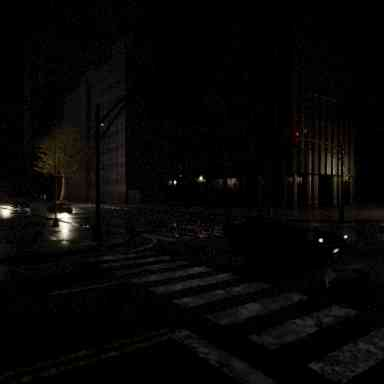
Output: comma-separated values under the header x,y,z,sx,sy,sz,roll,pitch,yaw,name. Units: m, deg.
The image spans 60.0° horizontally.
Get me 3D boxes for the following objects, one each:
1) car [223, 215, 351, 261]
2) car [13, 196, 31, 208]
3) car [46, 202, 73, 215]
x,y,z,sx,sy,sz,roll,pitch,yaw,name
3.376,1.594,12.597,1.895,1.301,4.718,0,0,-36,car
-30.239,1.826,58.970,2.150,2.045,5.566,0,0,-36,car
-15.407,1.909,38.508,2.033,1.411,5.357,0,-1,-36,car
